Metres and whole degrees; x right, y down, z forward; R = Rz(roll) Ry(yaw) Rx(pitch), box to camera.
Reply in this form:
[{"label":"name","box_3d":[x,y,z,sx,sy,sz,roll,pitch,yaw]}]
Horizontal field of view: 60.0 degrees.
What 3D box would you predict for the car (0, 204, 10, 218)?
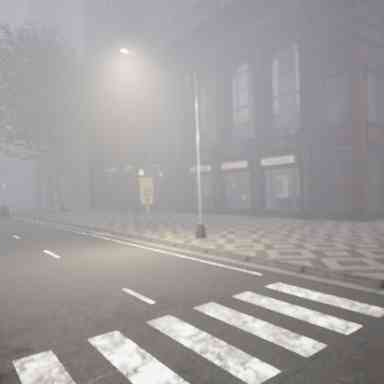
[{"label":"car","box_3d":[-21.367,2.090,36.550,1.882,1.535,5.008,-2,0,-36]}]
